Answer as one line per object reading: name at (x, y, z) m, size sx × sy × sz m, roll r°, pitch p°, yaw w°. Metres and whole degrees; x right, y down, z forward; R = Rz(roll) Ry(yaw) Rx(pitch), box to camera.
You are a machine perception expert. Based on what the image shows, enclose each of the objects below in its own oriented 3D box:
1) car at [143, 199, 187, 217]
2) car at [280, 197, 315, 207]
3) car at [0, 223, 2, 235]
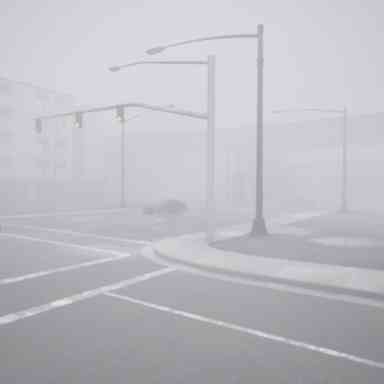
car at (-2.407, 1.386, 30.626) m, size 1.882 × 1.535 × 5.008 m, roll 1°, pitch 0°, yaw 34°
car at (16.095, 1.459, 50.604) m, size 5.357 × 1.411 × 2.033 m, roll 0°, pitch 0°, yaw -22°
car at (-10.341, 1.157, 12.543) m, size 2.150 × 2.045 × 5.566 m, roll 0°, pitch 0°, yaw 34°
